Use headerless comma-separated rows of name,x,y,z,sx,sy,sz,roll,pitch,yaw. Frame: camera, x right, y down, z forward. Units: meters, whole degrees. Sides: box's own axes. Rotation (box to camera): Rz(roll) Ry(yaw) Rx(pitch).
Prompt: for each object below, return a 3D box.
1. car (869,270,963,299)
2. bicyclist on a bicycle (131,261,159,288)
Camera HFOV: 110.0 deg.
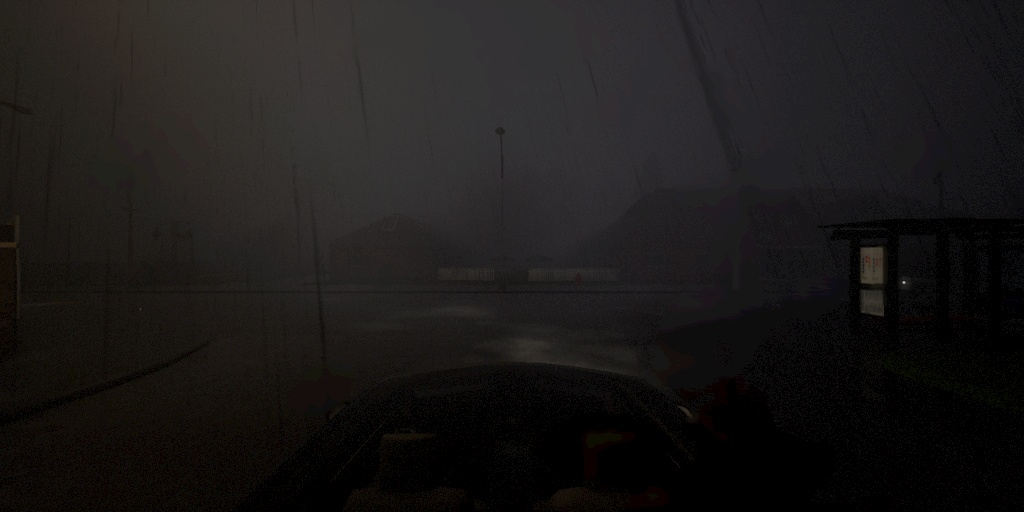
car,20.338,1.351,17.314,4.718,1.301,1.895,0,0,0
bicyclist on a bicycle,-22.104,1.099,21.627,0.582,1.620,1.656,0,0,0
